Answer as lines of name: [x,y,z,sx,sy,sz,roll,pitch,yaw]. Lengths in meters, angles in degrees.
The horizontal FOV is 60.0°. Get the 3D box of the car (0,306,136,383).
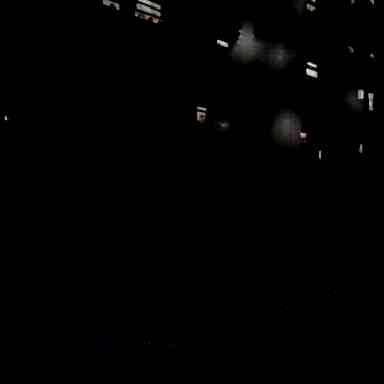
car: [-2.667,1.477,1.471,5.008,1.535,1.882,0,0,-36]
